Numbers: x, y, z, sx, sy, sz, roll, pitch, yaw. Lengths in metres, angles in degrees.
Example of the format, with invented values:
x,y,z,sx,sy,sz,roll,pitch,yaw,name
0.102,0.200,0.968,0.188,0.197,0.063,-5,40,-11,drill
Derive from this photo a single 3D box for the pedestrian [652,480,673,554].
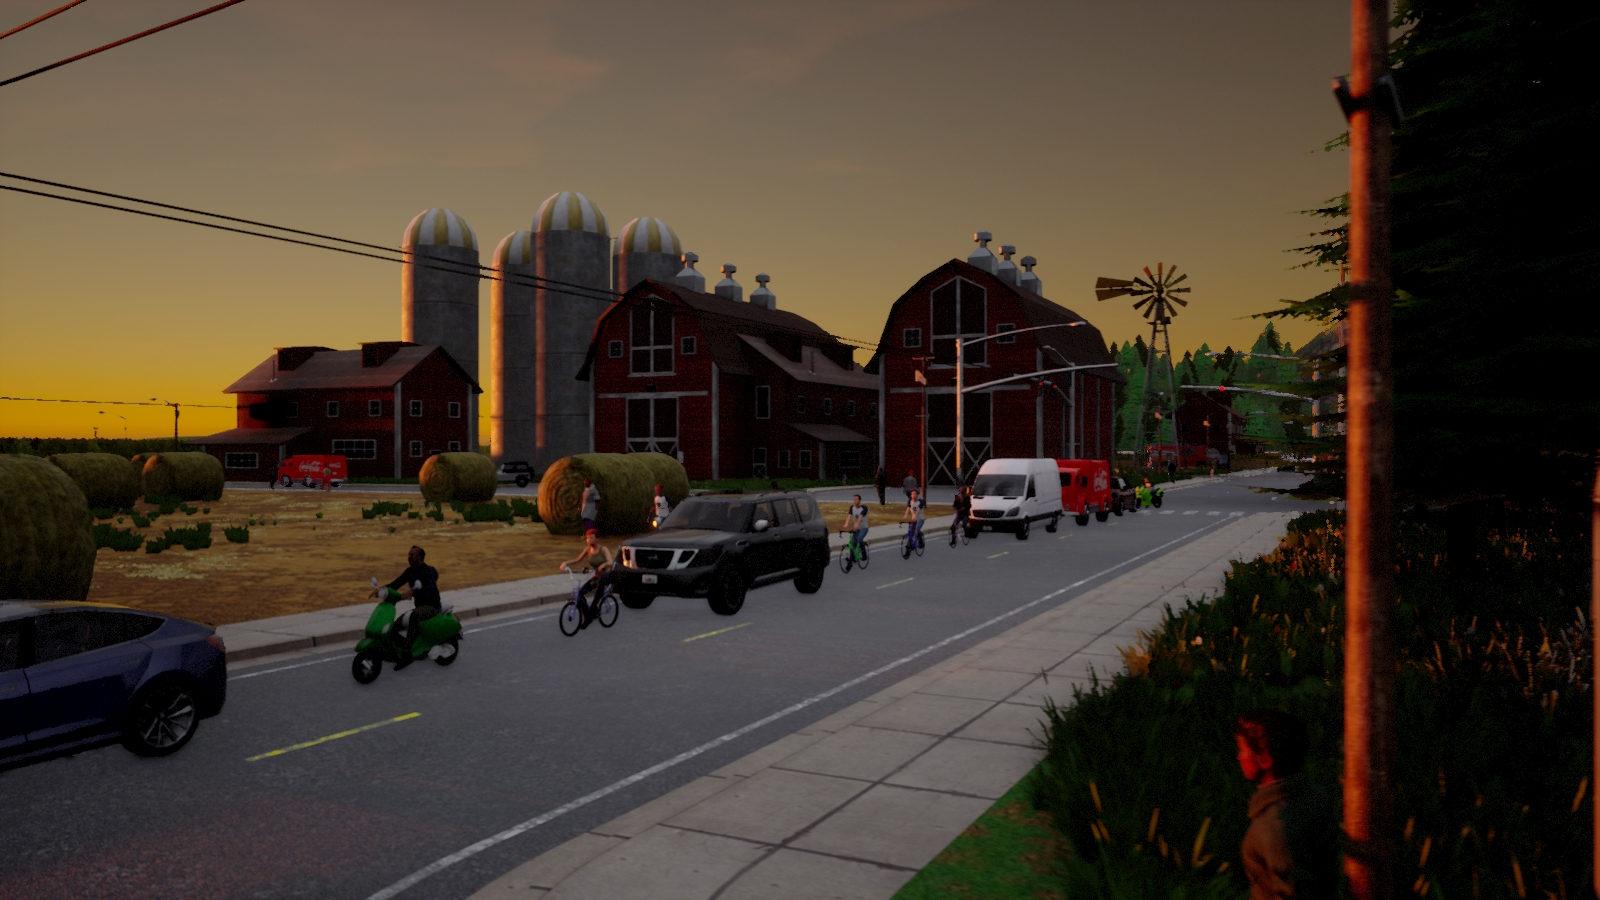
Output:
x,y,z,sx,sy,sz,roll,pitch,yaw,name
-3.492,1.705,29.087,0.375,1.860,0.375,0,0,30,pedestrian

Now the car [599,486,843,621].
x,y,z,sx,sy,sz,roll,pitch,yaw,name
-1.284,1.791,21.730,2.150,2.045,5.566,0,0,26,car

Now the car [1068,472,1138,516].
x,y,z,sx,sy,sz,roll,pitch,yaw,name
13.521,1.920,50.820,2.097,1.767,4.553,0,0,27,car

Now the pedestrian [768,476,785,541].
x,y,z,sx,sy,sz,roll,pitch,yaw,name
-0.690,1.711,33.541,0.375,1.860,0.375,0,0,31,pedestrian

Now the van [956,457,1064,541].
x,y,z,sx,sy,sz,roll,pitch,yaw,name
7.171,1.549,38.419,1.988,2.561,5.915,0,0,27,van

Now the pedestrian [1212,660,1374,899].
x,y,z,sx,sy,sz,roll,pitch,yaw,name
1.616,1.665,3.742,0.375,1.860,0.375,0,0,45,pedestrian

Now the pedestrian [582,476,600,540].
x,y,z,sx,sy,sz,roll,pitch,yaw,name
-6.134,1.696,33.600,0.375,1.860,0.375,0,0,44,pedestrian

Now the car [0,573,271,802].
x,y,z,sx,sy,sz,roll,pitch,yaw,name
-7.297,2.069,9.733,2.163,1.488,4.792,0,0,25,car

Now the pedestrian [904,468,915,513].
x,y,z,sx,sy,sz,roll,pitch,yaw,name
4.628,1.697,48.156,0.375,1.860,0.375,0,0,23,pedestrian

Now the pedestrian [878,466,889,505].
x,y,z,sx,sy,sz,roll,pitch,yaw,name
3.988,1.697,54.759,0.375,1.860,0.375,0,0,-30,pedestrian

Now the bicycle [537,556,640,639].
x,y,z,sx,sy,sz,roll,pitch,yaw,name
-3.277,2.267,17.843,0.859,1.080,1.487,0,0,27,bicycle

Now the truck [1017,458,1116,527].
x,y,z,sx,sy,sz,roll,pitch,yaw,name
10.535,1.584,44.913,2.627,2.467,5.204,0,0,27,truck

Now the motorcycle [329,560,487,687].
x,y,z,sx,sy,sz,roll,pitch,yaw,name
-4.947,2.152,14.537,0.856,1.316,1.805,0,0,27,motorcycle

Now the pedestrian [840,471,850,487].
x,y,z,sx,sy,sz,roll,pitch,yaw,name
3.080,1.966,77.766,0.500,1.100,0.500,0,0,41,pedestrian
